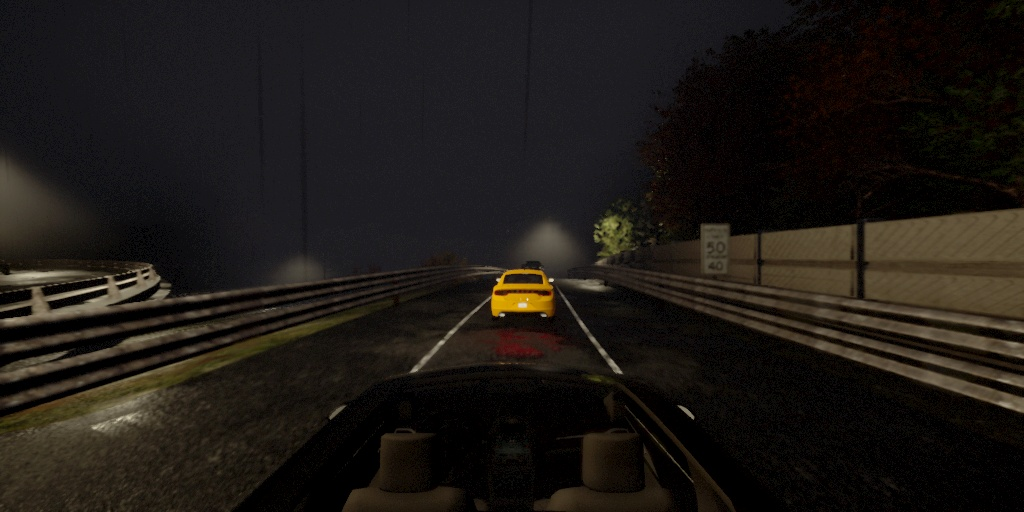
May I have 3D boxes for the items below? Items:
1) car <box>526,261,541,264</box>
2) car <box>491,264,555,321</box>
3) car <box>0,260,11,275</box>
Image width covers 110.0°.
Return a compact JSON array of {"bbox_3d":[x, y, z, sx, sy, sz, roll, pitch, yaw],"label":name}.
[{"bbox_3d":[1.411,1.347,27.109,2.128,1.511,4.902,0,-1,4],"label":"car"},{"bbox_3d":[0.433,1.200,12.344,1.882,1.535,5.008,0,0,3],"label":"car"},{"bbox_3d":[-49.438,1.076,34.055,4.892,1.490,1.837,-1,0,32],"label":"car"}]
